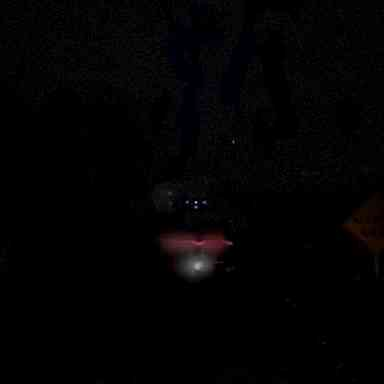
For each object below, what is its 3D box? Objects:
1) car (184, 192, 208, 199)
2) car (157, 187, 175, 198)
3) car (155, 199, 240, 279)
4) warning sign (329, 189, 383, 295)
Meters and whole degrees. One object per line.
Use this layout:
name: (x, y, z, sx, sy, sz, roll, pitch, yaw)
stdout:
car: (0.316, 0.678, 25.847, 1.895, 1.301, 4.718, 0, 2, 1)
car: (-3.213, 0.071, 41.267, 1.895, 1.301, 4.718, 0, 2, 1)
car: (0.149, 1.176, 9.036, 2.128, 1.511, 4.902, 0, 2, 1)
warning sign: (3.579, 0.893, 6.496, 1.300, 1.860, 1.060, -2, 0, 1)
